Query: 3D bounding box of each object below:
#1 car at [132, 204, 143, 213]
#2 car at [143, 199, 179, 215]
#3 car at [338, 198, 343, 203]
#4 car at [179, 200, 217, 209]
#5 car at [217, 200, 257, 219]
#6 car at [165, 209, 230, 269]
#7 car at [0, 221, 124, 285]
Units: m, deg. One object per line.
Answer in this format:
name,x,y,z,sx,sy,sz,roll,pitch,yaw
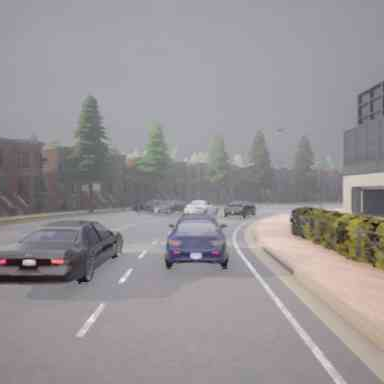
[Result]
car,-4.298,1.532,35.502,1.895,1.301,4.718,0,0,29
car,-2.142,1.429,31.919,2.128,1.511,4.902,0,0,27
car,29.181,1.363,60.884,4.892,1.490,1.837,-1,0,-14
car,0.878,1.466,29.786,1.812,1.442,4.674,0,0,24
car,4.266,1.433,28.789,2.128,1.511,4.902,0,0,25
car,0.181,1.504,11.021,1.812,1.442,4.674,0,0,2
car,-3.381,1.529,9.511,2.033,1.411,5.357,0,0,1
